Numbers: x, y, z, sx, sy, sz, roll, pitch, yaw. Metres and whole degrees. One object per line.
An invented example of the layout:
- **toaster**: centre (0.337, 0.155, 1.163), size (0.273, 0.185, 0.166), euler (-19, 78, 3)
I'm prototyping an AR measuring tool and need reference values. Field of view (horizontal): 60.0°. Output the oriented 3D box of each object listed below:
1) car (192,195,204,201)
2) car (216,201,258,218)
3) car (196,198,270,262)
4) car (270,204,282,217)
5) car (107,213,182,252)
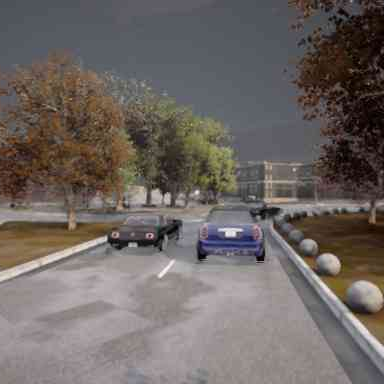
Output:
- **car**: centre (2.804, 1.756, 63.327), size (4.181, 1.385, 1.994), euler (0, 0, 28)
- **car**: centre (4.118, 1.525, 30.028), size (1.994, 1.385, 4.181), euler (0, -1, 35)
- **car**: centre (1.419, 1.257, 11.962), size (2.097, 1.767, 4.553), euler (0, 0, 8)
- **car**: centre (5.793, 1.552, 27.458), size (1.895, 1.301, 4.718), euler (0, -1, 35)
- **car**: centre (-1.649, 1.489, 13.403), size (1.895, 1.301, 4.718), euler (0, 0, 9)
